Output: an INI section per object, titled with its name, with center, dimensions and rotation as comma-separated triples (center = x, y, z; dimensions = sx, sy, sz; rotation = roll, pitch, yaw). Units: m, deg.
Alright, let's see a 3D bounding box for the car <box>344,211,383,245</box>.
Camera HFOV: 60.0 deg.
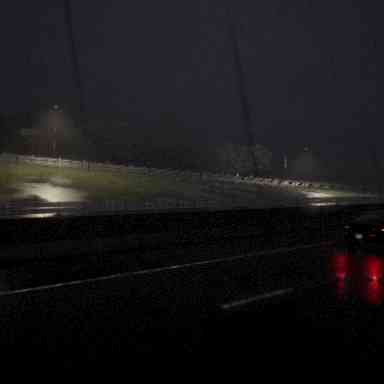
[car]
center = 8.267, 1.514, 14.064
dimensions = 4.674, 1.442, 1.812
rotation = 0, 0, -35
